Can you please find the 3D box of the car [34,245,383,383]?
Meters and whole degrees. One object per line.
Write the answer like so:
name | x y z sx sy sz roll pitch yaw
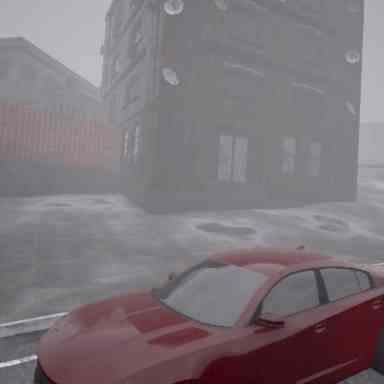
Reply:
car | 0.801 1.495 4.141 5.008 1.535 1.882 0 -1 -31

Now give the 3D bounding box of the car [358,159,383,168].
car | 22.585 -3.263 42.058 4.553 1.767 2.185 2 -3 16
